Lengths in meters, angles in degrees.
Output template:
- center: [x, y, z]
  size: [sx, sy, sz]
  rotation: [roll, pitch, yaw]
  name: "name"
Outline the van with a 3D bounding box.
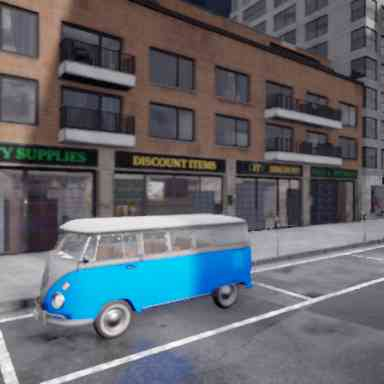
- center: [-0.665, 1.346, 6.288]
  size: [3.998, 1.788, 1.690]
  rotation: [0, 0, -35]
  name: "van"
